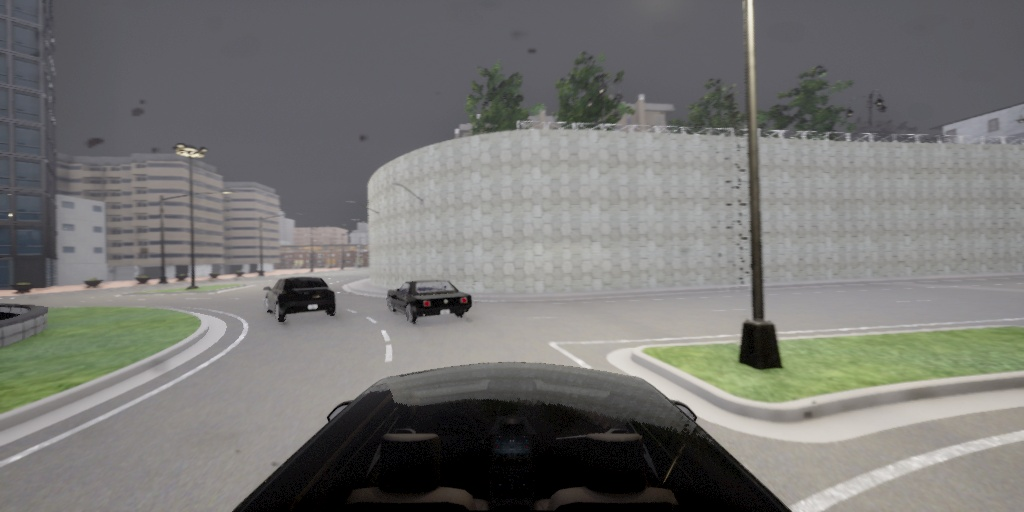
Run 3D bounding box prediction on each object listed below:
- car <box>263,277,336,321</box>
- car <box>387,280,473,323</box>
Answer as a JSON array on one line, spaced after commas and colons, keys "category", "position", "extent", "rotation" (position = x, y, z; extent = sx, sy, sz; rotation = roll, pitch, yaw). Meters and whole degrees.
[{"category": "car", "position": [-8.458, 1.566, 14.231], "extent": [1.837, 1.490, 4.892], "rotation": [0, -2, -41]}, {"category": "car", "position": [-3.217, 1.514, 13.148], "extent": [1.895, 1.301, 4.718], "rotation": [-1, 0, -30]}]
